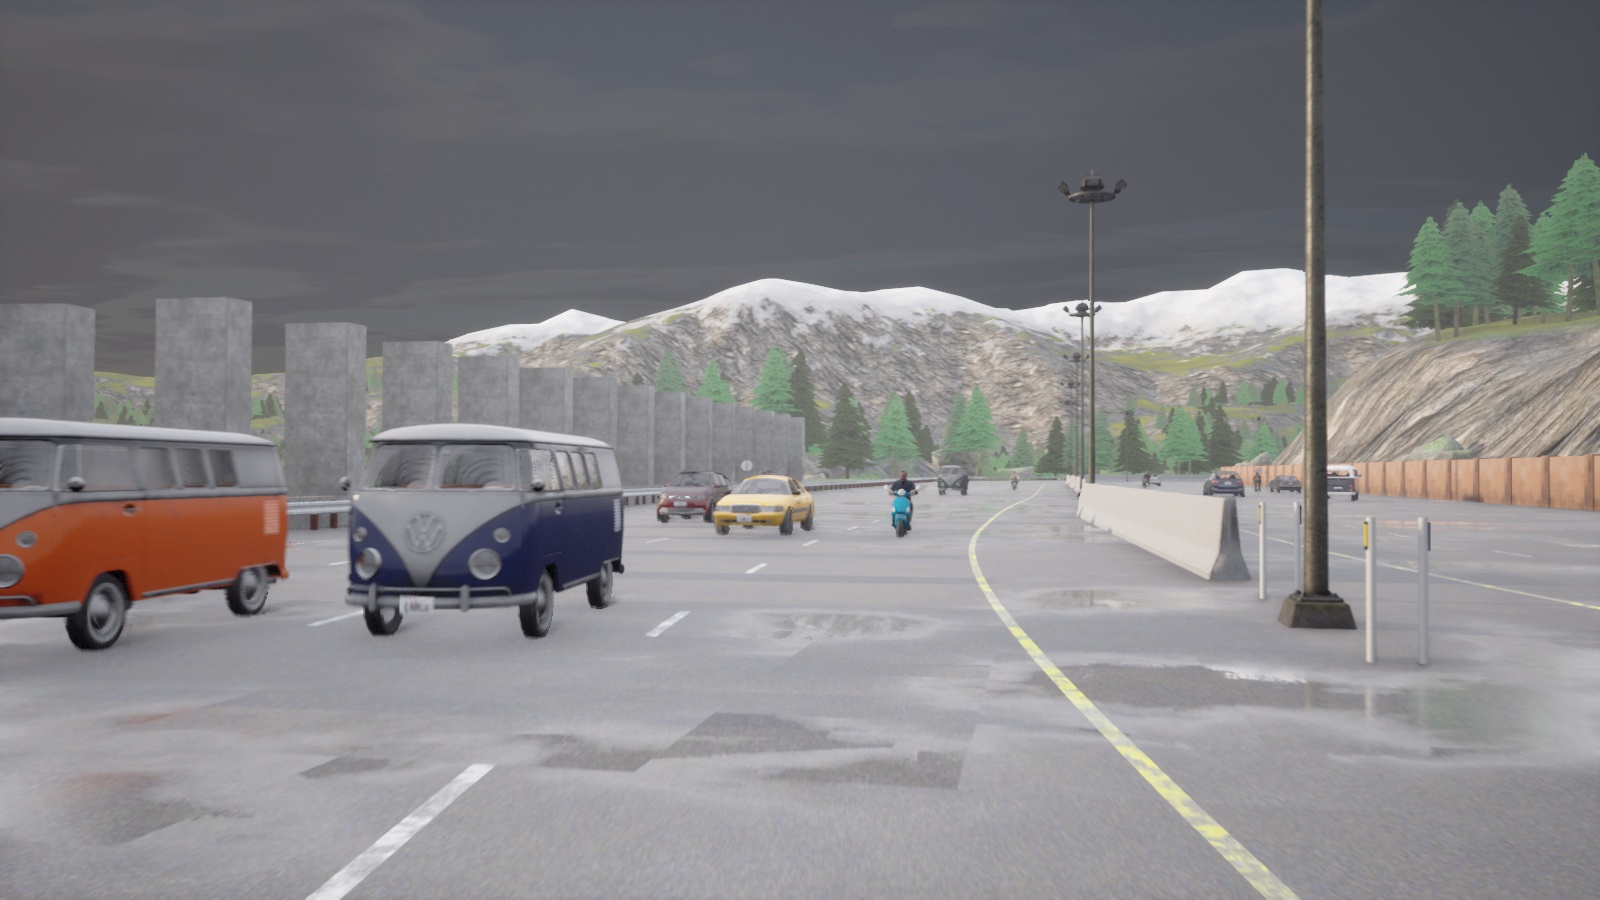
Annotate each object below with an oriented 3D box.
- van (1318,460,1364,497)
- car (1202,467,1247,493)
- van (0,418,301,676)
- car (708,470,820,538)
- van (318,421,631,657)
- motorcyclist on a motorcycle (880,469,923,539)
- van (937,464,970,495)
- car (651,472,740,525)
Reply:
[{"bbox_3d":[31.089,1.630,72.079,2.069,2.038,4.480,-1,-1,27],"label":"van"},{"bbox_3d":[28.023,1.944,83.026,2.242,1.667,4.611,0,-1,12],"label":"car"},{"bbox_3d":[-6.641,0.793,11.956,1.775,1.987,4.442,0,-1,4],"label":"van"},{"bbox_3d":[-0.795,1.290,31.890,1.801,1.575,5.366,0,-1,10],"label":"car"},{"bbox_3d":[-3.072,0.795,12.882,1.775,1.987,4.442,0,-1,4],"label":"van"},{"bbox_3d":[2.442,1.260,29.960,0.866,1.590,1.817,0,-1,9],"label":"motorcyclist on a motorcycle"},{"bbox_3d":[10.177,1.924,83.272,1.775,1.987,4.442,0,-1,12],"label":"van"},{"bbox_3d":[-3.139,1.449,38.462,1.789,1.549,3.705,0,-1,11],"label":"car"}]
